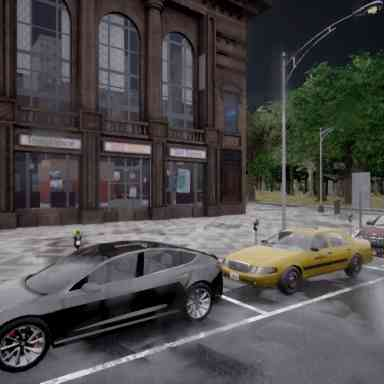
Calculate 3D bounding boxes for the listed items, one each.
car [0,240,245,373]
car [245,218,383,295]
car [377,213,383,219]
[{"bbox_3d":[-1.396,1.566,5.653,4.313,1.339,1.947,0,0,-36],"label":"car"},{"bbox_3d":[2.891,1.526,8.715,4.829,1.417,1.752,0,0,-36],"label":"car"},{"bbox_3d":[7.453,1.441,11.974,4.097,1.590,1.967,0,0,-36],"label":"car"}]
